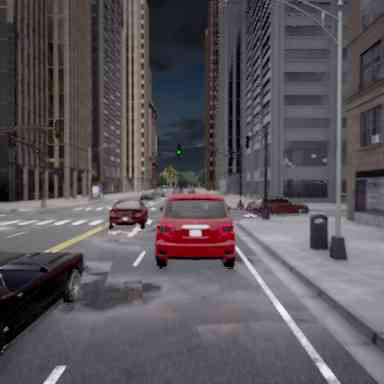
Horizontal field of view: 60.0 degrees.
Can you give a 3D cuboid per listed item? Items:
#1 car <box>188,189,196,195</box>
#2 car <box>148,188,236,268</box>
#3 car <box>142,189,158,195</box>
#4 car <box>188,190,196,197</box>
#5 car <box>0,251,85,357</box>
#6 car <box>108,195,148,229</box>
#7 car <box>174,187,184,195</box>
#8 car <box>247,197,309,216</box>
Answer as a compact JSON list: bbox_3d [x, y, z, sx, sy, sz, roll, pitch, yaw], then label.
[{"bbox_3d":[-0.012,0.023,83.112,2.033,1.411,5.357,0,1,0],"label":"car"},{"bbox_3d":[0.098,1.036,10.745,2.150,2.045,5.566,0,1,0],"label":"car"},{"bbox_3d":[-6.582,0.678,49.591,2.033,1.411,5.357,0,1,0],"label":"car"},{"bbox_3d":[-0.010,0.224,72.894,1.837,1.490,4.892,0,1,0],"label":"car"},{"bbox_3d":[-3.151,1.515,4.890,1.895,1.301,4.718,0,1,0],"label":"car"},{"bbox_3d":[-3.548,1.145,19.089,1.882,1.535,5.008,0,1,-5],"label":"car"},{"bbox_3d":[-3.261,-0.293,83.100,2.150,2.045,5.566,0,1,0],"label":"car"},{"bbox_3d":[6.471,1.097,25.051,4.674,1.442,1.812,0,0,-13],"label":"car"}]
